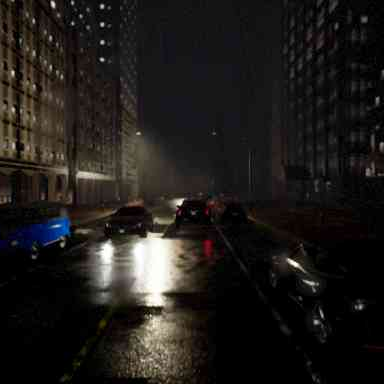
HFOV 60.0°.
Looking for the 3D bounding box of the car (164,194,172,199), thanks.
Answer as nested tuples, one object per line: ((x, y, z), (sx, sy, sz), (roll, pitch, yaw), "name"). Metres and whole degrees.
((-5.716, 1.061, 79.360), (2.008, 1.369, 4.403), (-1, 0, 0), "car")

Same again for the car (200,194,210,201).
((2.667, 1.106, 68.257), (1.752, 1.417, 4.829), (-1, 0, 0), "car")

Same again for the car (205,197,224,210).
((2.673, 1.324, 39.874), (1.947, 1.339, 4.313), (-1, 0, 0), "car")

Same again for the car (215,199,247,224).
((2.677, 1.427, 22.946), (1.947, 1.339, 4.313), (-1, 0, 0), "car")

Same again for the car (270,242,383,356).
((2.681, 1.529, 6.018), (1.947, 1.339, 4.313), (-1, 0, 0), "car")

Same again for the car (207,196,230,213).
((2.673, 1.232, 34.230), (1.967, 1.590, 4.097), (-1, 0, 0), "car")

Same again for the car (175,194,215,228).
((0.086, 1.224, 20.969), (2.097, 1.767, 4.553), (0, 0, 0), "car")

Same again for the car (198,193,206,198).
((2.662, 0.983, 90.658), (1.887, 1.381, 4.507), (-1, 0, 0), "car")

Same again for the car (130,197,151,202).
((-5.706, 1.374, 34.230), (1.802, 1.307, 4.206), (-1, 0, 0), "car")

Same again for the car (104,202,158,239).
((-3.025, 1.424, 16.758), (1.812, 1.442, 4.674), (0, 0, 0), "car")

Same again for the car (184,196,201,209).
((0.091, 1.287, 42.770), (2.033, 1.411, 5.357), (0, 0, 0), "car")

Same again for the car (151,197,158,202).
((-5.709, 1.289, 45.512), (1.947, 1.339, 4.313), (-1, 0, 0), "car")

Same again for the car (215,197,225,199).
((2.676, 1.409, 28.589), (1.802, 1.307, 4.206), (-1, 0, 0), "car")

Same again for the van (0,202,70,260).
((-5.704, 1.271, 11.664), (1.690, 1.788, 3.998), (-1, 0, 0), "van")
